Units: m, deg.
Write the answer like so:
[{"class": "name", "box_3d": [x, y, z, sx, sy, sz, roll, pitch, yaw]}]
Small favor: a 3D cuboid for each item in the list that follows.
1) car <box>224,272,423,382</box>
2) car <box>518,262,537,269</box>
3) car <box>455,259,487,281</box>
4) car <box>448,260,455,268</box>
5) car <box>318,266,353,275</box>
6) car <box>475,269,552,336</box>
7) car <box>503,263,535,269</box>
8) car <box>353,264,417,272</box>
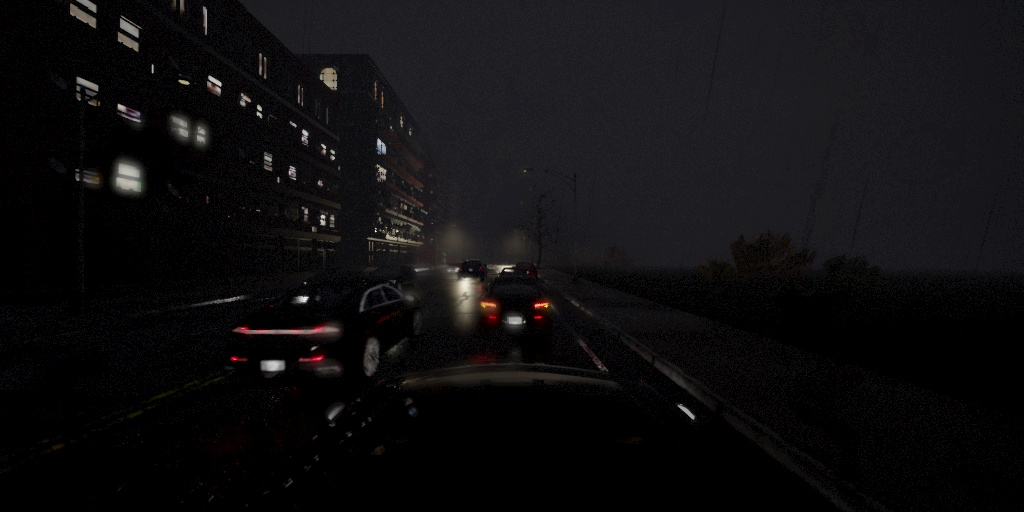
[{"class": "car", "box_3d": [-3.163, 1.240, 7.160, 2.128, 1.511, 4.902, 0, 0, 0]}, {"class": "car", "box_3d": [1.079, 1.232, 29.977, 1.882, 1.535, 5.008, 0, 0, 0]}, {"class": "car", "box_3d": [-3.210, 1.105, 30.031, 2.097, 1.767, 4.553, 0, 0, 0]}, {"class": "car", "box_3d": [-9.939, 1.353, 62.533, 1.895, 1.301, 4.718, 0, 0, 0]}, {"class": "car", "box_3d": [-9.889, 1.300, 20.856, 2.033, 1.411, 5.357, 0, 0, 0]}, {"class": "car", "box_3d": [0.074, 1.277, 10.282, 1.812, 1.442, 4.674, 0, 0, 0]}, {"class": "car", "box_3d": [0.062, 1.317, 20.449, 1.994, 1.385, 4.181, 0, 0, 0]}, {"class": "car", "box_3d": [-6.638, 1.230, 19.911, 1.882, 1.535, 5.008, 0, 0, 0]}]
